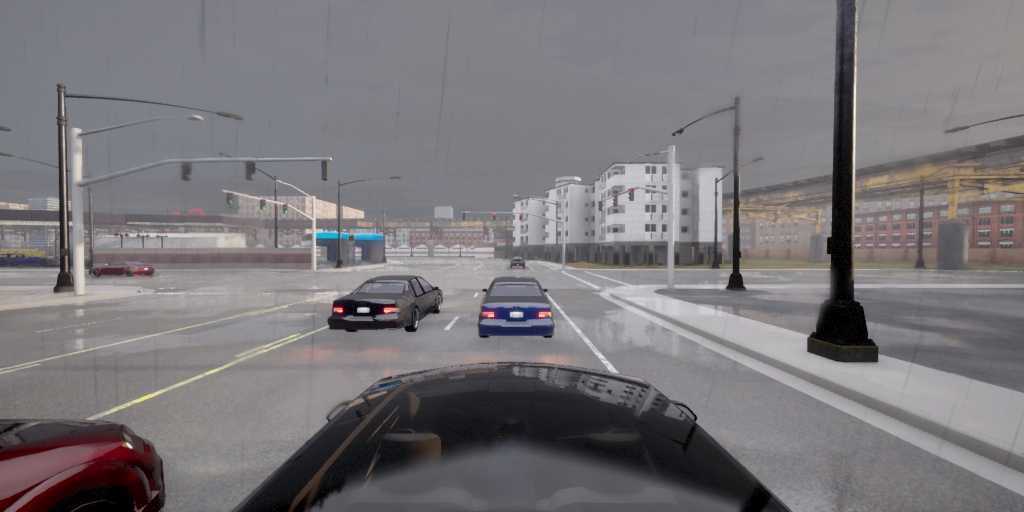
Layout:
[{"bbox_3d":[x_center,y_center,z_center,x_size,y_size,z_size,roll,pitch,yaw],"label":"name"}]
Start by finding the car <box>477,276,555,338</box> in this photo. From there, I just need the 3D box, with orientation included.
[{"bbox_3d":[0.092,1.281,10.119,2.033,1.411,5.357,0,0,0],"label":"car"}]

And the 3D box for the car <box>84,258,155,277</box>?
[{"bbox_3d":[-33.669,1.088,30.977,4.181,1.385,1.994,0,1,-1],"label":"car"}]

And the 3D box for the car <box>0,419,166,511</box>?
[{"bbox_3d":[-3.395,1.314,0.725,1.994,1.385,4.181,0,0,0],"label":"car"}]

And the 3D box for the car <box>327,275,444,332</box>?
[{"bbox_3d":[-3.404,1.275,10.722,2.033,1.411,5.357,0,0,0],"label":"car"}]

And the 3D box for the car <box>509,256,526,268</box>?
[{"bbox_3d":[0.717,0.777,46.128,1.837,1.490,4.892,0,1,0],"label":"car"}]
